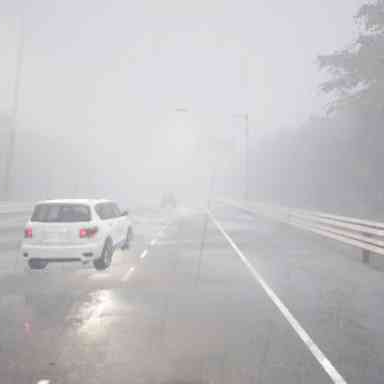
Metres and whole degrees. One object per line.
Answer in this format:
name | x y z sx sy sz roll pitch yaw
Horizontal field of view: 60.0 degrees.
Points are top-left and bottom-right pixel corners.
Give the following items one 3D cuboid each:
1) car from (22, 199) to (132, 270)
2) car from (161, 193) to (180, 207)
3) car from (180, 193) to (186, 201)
car | -3.491 1.224 11.181 2.150 2.045 5.566 0 0 0
car | -3.349 1.206 49.873 2.150 2.045 5.566 0 0 0
car | -3.199 1.510 79.007 1.994 1.385 4.181 0 0 0
